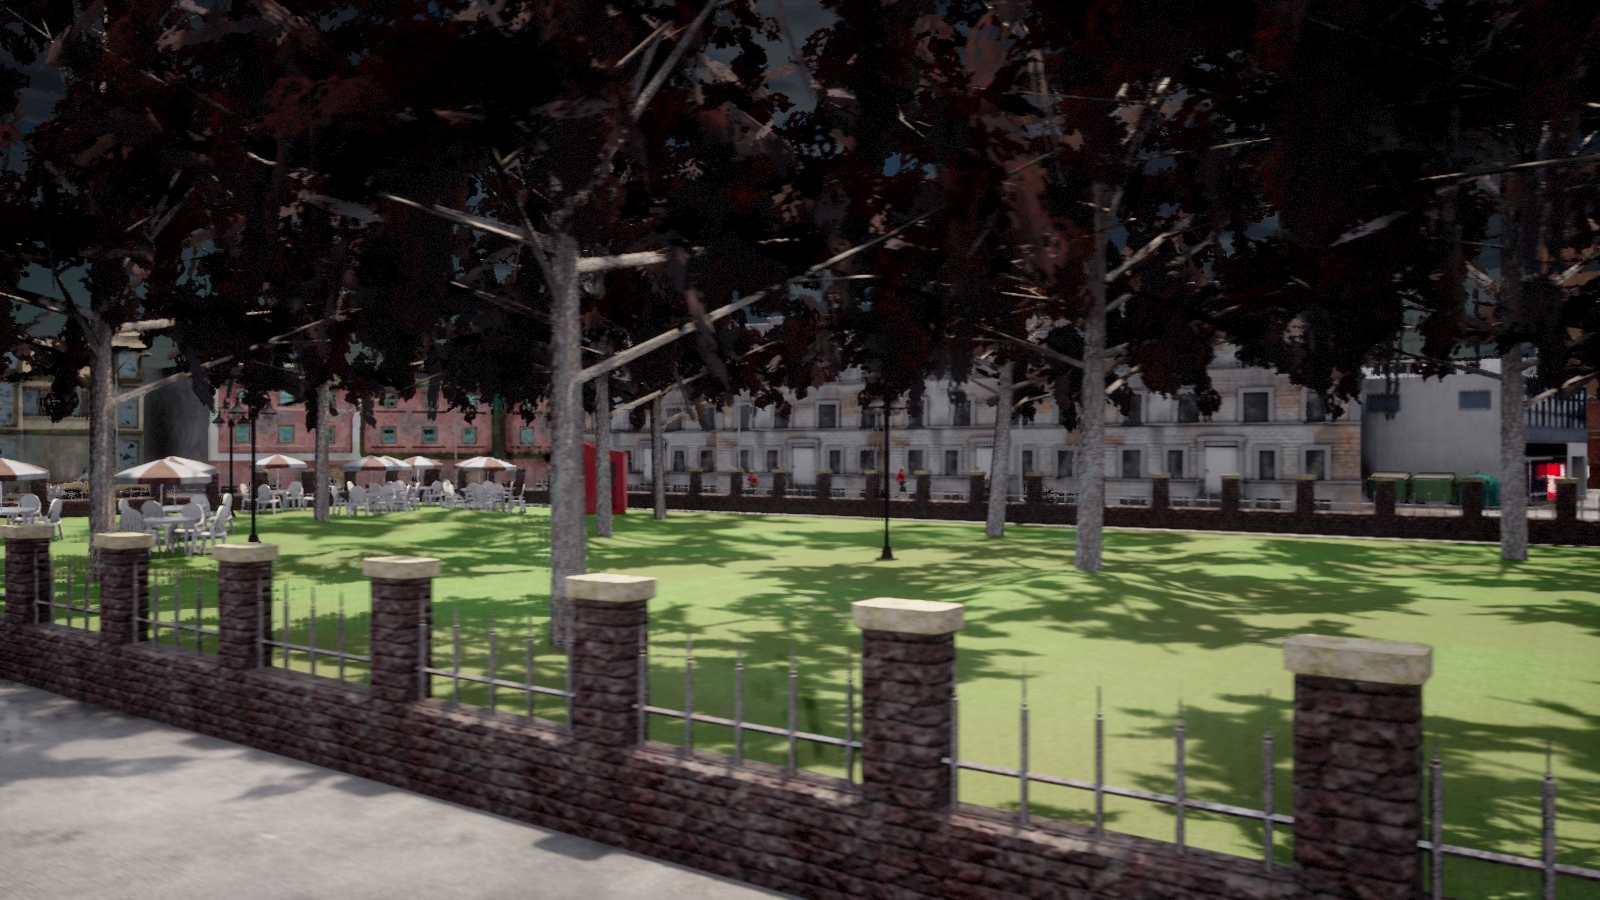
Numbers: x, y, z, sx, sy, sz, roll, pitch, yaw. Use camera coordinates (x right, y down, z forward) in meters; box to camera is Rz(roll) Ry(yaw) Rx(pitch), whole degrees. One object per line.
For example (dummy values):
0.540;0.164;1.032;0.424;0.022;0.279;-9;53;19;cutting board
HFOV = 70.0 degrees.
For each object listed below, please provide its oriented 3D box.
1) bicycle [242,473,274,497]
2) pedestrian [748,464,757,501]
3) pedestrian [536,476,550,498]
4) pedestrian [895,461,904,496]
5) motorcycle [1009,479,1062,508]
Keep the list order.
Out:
-30.187;1.945;63.685;0.373;1.296;1.643;0;0;36;bicycle
-2.395;1.633;57.256;0.375;1.860;0.375;0;0;14;pedestrian
-13.188;1.909;58.586;0.500;1.100;0.500;0;0;33;pedestrian
5.340;1.529;61.333;0.375;1.860;0.375;0;0;36;pedestrian
10.745;1.988;52.165;2.209;1.251;0.867;0;0;35;motorcycle
